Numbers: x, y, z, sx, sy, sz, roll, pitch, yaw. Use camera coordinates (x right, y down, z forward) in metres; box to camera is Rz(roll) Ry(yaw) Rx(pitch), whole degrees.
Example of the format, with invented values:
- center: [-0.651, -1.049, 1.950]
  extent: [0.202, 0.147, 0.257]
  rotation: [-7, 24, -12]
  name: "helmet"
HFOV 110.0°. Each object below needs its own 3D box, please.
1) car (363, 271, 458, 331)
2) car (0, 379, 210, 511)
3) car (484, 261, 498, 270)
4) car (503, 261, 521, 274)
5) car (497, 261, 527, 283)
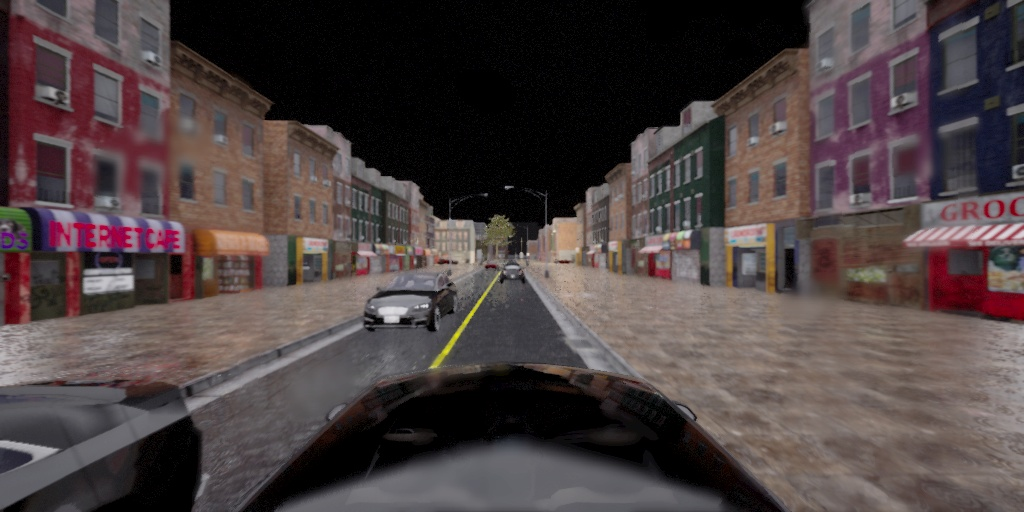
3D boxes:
- center: [-2.857, 1.241, 10.996]
  extent: [2.128, 1.511, 4.902]
  rotation: [0, 0, 0]
  name: "car"
- center: [-2.843, 1.245, 0.194]
  extent: [2.128, 1.511, 4.902]
  rotation: [0, 0, 0]
  name: "car"
- center: [-2.921, 1.354, 51.611]
  extent: [1.895, 1.301, 4.718]
  rotation: [0, 0, 0]
  name: "car"
- center: [0.016, 1.314, 42.636]
  extent: [1.994, 1.385, 4.181]
  rotation: [0, 0, 0]
  name: "car"
- center: [0.048, 1.274, 27.641]
  extent: [1.812, 1.442, 4.674]
  rotation: [0, 0, 0]
  name: "car"
